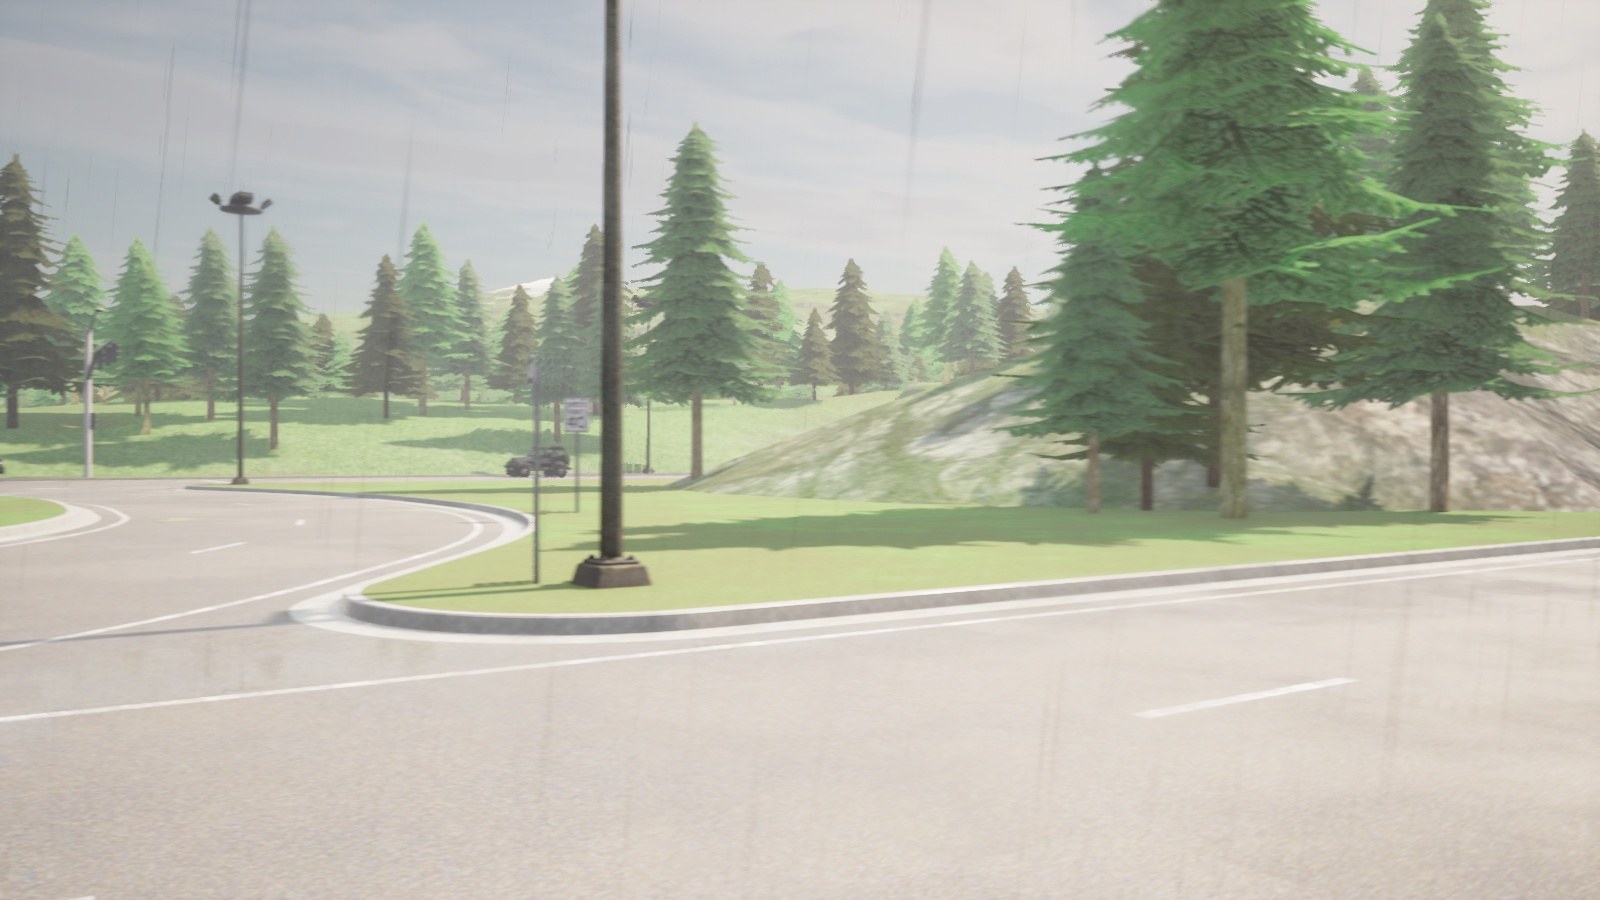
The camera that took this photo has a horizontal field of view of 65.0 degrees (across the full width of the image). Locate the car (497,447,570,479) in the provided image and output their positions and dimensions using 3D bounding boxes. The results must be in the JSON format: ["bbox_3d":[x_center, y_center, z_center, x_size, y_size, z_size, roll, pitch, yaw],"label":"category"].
[{"bbox_3d":[-15.945,0.760,75.126,3.866,1.878,1.905,0,0,-35],"label":"car"}]
